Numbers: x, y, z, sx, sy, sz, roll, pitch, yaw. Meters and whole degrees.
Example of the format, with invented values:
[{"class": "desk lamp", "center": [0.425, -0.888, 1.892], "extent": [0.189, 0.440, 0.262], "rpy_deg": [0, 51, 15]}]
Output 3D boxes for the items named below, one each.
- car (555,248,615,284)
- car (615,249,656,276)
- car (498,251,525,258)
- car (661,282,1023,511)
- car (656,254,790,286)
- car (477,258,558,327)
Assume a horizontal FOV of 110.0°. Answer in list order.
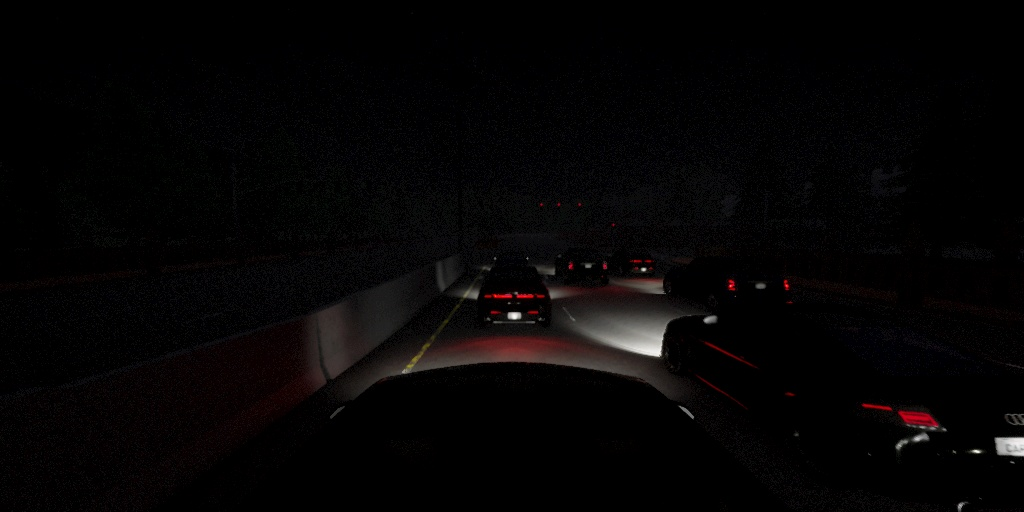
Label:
[{"class": "car", "center": [3.480, 0.342, 18.567], "extent": [2.097, 1.767, 4.553], "rpy_deg": [0, 4, 0]}, {"class": "car", "center": [6.962, 0.299, 21.394], "extent": [1.837, 1.490, 4.892], "rpy_deg": [0, 4, 0]}, {"class": "car", "center": [-0.029, 0.432, 20.043], "extent": [2.033, 1.411, 5.357], "rpy_deg": [0, 4, 0]}, {"class": "car", "center": [3.582, 1.269, 4.542], "extent": [1.994, 1.385, 4.181], "rpy_deg": [0, 1, 0]}, {"class": "car", "center": [7.028, 0.759, 12.275], "extent": [2.097, 1.767, 4.553], "rpy_deg": [0, 3, 0]}, {"class": "car", "center": [0.042, 1.000, 10.545], "extent": [1.837, 1.490, 4.892], "rpy_deg": [0, 3, 0]}]
